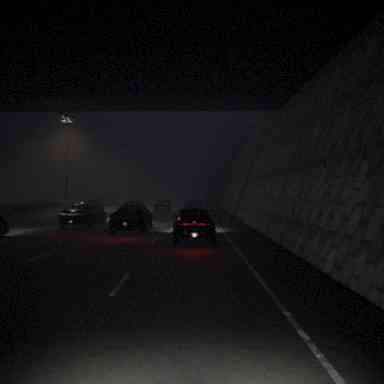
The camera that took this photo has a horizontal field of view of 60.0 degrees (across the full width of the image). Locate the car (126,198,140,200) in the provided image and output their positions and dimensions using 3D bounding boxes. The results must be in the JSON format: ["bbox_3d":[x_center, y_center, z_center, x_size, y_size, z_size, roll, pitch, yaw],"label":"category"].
[{"bbox_3d":[-6.878,1.469,39.061,2.128,1.511,4.902,0,0,0],"label":"car"}]

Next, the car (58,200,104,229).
[{"bbox_3d":[-6.893,1.479,21.327,2.128,1.511,4.902,0,0,0],"label":"car"}]

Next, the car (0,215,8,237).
[{"bbox_3d":[-10.399,1.343,15.080,2.097,1.767,4.553,0,0,0],"label":"car"}]

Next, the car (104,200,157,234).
[{"bbox_3d":[-3.395,1.466,19.316,1.882,1.535,5.008,0,0,0],"label":"car"}]

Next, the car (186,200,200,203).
[{"bbox_3d":[0.121,1.578,38.302,1.895,1.301,4.718,0,0,0],"label":"car"}]

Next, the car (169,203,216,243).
[{"bbox_3d":[0.102,1.495,16.003,1.837,1.490,4.892,0,0,0],"label":"car"}]

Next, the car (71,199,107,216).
[{"bbox_3d":[-10.382,1.528,34.055,2.033,1.411,5.357,0,0,0],"label":"car"}]

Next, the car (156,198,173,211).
[{"bbox_3d":[-3.378,1.469,39.286,2.128,1.511,4.902,0,0,0],"label":"car"}]
